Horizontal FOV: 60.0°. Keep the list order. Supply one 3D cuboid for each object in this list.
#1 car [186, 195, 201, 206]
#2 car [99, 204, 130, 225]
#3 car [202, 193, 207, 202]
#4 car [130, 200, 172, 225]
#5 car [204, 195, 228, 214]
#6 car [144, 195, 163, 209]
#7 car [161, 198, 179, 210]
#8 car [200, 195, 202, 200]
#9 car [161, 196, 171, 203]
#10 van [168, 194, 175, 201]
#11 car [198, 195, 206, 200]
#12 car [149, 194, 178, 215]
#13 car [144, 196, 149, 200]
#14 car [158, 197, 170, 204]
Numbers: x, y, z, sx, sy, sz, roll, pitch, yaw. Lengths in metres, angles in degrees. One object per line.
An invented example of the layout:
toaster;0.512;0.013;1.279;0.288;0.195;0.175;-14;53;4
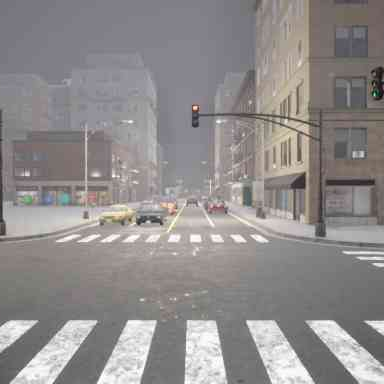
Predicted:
car;0.047;1.509;54.009;1.837;1.490;4.892;0;0;0
car;-5.368;1.526;23.902;1.752;1.417;4.829;0;0;0
car;2.672;1.318;41.050;2.192;1.841;5.009;0;0;0
car;-2.828;1.549;24.183;2.033;1.411;5.357;0;0;0
car;2.667;1.442;35.388;1.967;1.590;4.097;0;0;0
car;-5.348;1.318;46.720;2.192;1.841;5.009;0;0;0
car;-2.807;1.551;44.239;2.033;1.411;5.357;0;0;0
car;2.682;1.530;52.544;1.752;1.417;4.829;0;0;0
car;-5.328;1.532;69.197;1.752;1.417;4.829;0;0;0
van;-5.313;1.351;86.353;1.690;1.788;3.998;0;0;0
car;2.717;1.577;92.008;1.947;1.339;4.313;0;0;0
car;-2.823;1.354;33.831;2.097;1.767;4.553;0;0;0
car;-5.353;1.553;41.058;2.008;1.369;4.403;0;0;0
car;-5.333;1.587;63.706;1.802;1.307;4.206;0;0;0
